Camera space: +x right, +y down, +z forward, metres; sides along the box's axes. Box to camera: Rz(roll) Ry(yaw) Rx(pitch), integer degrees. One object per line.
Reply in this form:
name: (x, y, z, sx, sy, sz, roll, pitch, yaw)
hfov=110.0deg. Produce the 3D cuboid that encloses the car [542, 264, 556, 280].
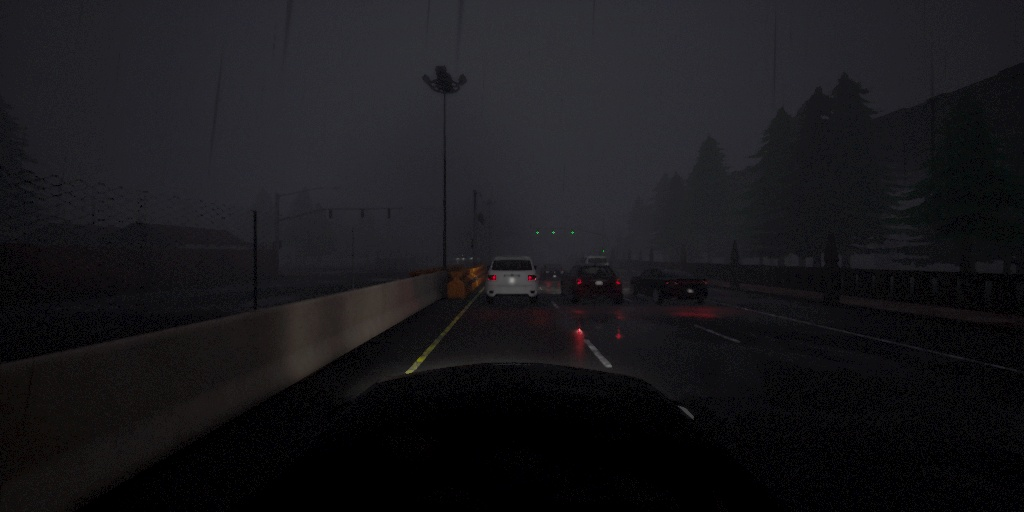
car: (3.500, 1.364, 31.565, 1.895, 1.301, 4.718, 0, 0, 0)

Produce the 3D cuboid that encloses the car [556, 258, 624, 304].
car: (3.500, 1.113, 16.505, 2.097, 1.767, 4.553, 0, 0, 0)

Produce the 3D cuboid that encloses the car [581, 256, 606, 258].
car: (7.000, 1.005, 31.565, 2.150, 2.045, 5.566, 0, 0, 0)

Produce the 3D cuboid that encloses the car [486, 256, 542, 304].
car: (0.000, 1.005, 16.565, 2.150, 2.045, 5.566, 0, 0, 0)

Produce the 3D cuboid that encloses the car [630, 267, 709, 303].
car: (7.000, 1.232, 16.535, 1.882, 1.535, 5.008, 0, 0, 0)
